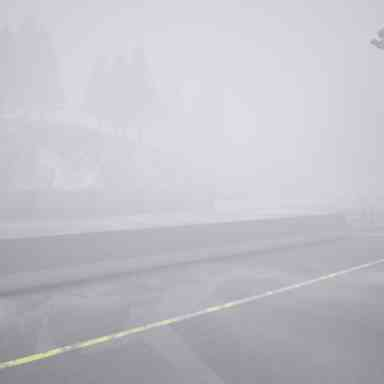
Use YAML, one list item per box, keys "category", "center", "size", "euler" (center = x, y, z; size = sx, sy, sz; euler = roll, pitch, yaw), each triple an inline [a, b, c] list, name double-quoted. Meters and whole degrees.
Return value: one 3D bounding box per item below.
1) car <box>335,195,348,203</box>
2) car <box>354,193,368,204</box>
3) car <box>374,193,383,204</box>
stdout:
- category: "car"
  center: [29.882, 1.457, 66.455]
  size: [1.837, 1.490, 4.892]
  euler: [0, 0, 32]
- category: "car"
  center: [32.871, 1.178, 64.635]
  size: [2.150, 2.045, 5.566]
  euler: [0, 0, 32]
- category: "car"
  center: [35.876, 1.174, 62.840]
  size: [2.150, 2.045, 5.566]
  euler: [0, 0, 32]
